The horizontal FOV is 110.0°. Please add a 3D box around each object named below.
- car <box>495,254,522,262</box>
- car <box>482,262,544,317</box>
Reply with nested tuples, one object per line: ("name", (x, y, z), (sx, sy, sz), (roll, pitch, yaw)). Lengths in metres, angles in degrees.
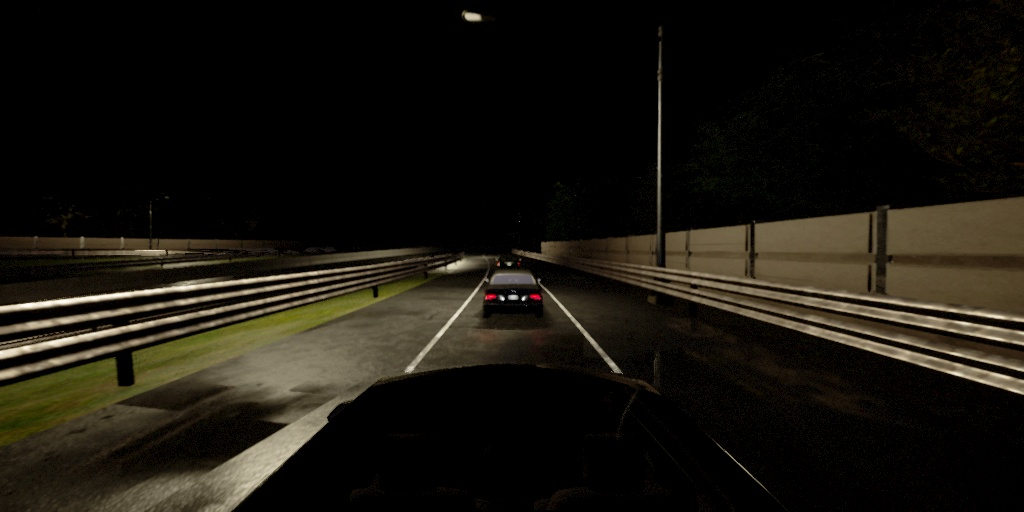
("car", (-0.292, 0.611, 29.167), (2.097, 1.767, 4.553), (0, 1, -2))
("car", (0.033, 1.112, 12.145), (2.033, 1.411, 5.357), (0, 1, 0))
